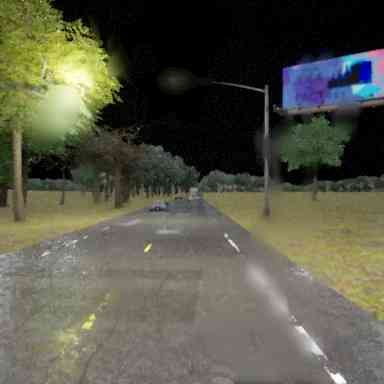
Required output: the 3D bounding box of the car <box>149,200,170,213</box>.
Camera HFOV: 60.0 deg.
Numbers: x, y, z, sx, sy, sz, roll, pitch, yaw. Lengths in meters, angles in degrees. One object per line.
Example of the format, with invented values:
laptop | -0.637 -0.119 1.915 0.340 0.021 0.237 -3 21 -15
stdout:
car | -3.552 1.534 36.871 1.994 1.385 4.181 0 0 0
